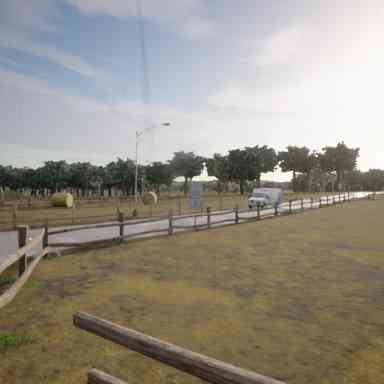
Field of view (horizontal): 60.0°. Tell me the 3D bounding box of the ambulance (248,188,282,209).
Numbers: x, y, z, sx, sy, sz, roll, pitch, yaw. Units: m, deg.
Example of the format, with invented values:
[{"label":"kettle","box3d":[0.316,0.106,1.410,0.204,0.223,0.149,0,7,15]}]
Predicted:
[{"label":"ambulance","box3d":[9.121,0.795,41.423,2.351,2.431,6.366,2,2,35]}]
